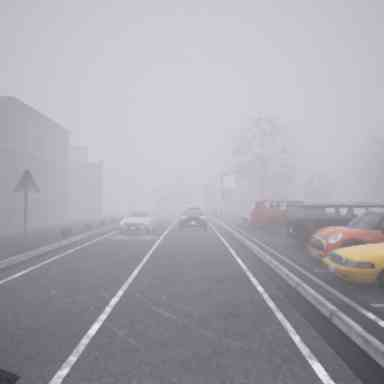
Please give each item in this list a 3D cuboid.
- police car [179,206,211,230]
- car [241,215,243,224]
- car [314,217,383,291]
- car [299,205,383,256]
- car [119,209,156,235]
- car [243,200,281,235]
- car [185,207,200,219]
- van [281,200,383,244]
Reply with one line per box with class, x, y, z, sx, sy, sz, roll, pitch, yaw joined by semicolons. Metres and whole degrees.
police car;0.067;1.922;24.373;2.038;1.542;4.974;0;-1;0
car;6.188;1.818;23.281;5.008;1.535;2.097;0;-1;-1
car;6.118;1.534;8.220;5.366;1.575;1.946;0;-1;0
car;6.314;1.448;11.141;4.553;1.767;2.185;0;-1;0
car;-3.375;1.845;21.311;1.812;1.442;4.674;0;-2;0
car;6.244;1.494;20.371;5.566;2.045;2.435;0;-1;0
car;0.028;2.654;41.824;1.812;1.442;4.674;0;-3;0
van;6.379;1.398;14.180;4.442;1.987;1.878;0;-1;0
